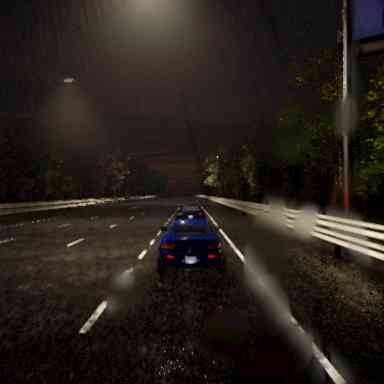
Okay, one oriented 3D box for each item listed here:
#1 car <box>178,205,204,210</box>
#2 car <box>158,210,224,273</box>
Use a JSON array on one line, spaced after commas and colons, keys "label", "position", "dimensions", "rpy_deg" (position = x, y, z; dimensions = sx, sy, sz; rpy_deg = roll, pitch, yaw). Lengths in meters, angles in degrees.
[{"label": "car", "position": [-0.090, 1.581, 23.920], "dimensions": [1.994, 1.385, 4.181], "rpy_deg": [0, 0, 0]}, {"label": "car", "position": [-0.040, 1.538, 10.636], "dimensions": [1.812, 1.442, 4.674], "rpy_deg": [0, 0, 0]}]
